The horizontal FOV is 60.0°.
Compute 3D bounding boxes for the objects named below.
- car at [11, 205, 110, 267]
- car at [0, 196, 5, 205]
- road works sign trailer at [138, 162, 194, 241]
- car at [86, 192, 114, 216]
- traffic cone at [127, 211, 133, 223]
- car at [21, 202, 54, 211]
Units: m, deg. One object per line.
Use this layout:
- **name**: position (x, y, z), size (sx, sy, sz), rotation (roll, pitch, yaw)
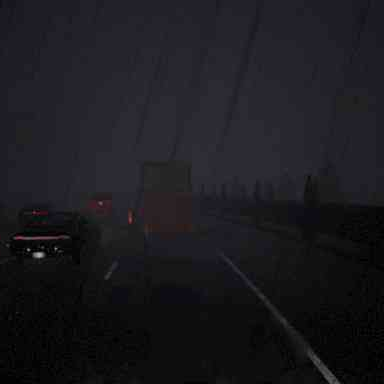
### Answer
- **car**: position (-4.292, 1.420, 11.151), size (2.128, 1.511, 4.902), rotation (0, 0, -6)
- **car**: position (-24.996, 1.246, 42.303), size (2.128, 1.511, 4.902), rotation (0, 0, -28)
- **road works sign trailer**: position (-1.282, 0.350, 16.126), size (2.380, 3.560, 2.880), rotation (0, 0, -12)
- **car**: position (-8.279, 1.024, 29.855), size (2.150, 2.045, 5.566), rotation (0, 0, -17)
- **traffic cone**: position (-4.186, 1.800, 22.676), size (0.340, 0.580, 0.340), rotation (0, 0, -12)
- **car**: position (-9.590, 1.374, 21.192), size (1.837, 1.490, 4.892), rotation (0, 0, -12)
